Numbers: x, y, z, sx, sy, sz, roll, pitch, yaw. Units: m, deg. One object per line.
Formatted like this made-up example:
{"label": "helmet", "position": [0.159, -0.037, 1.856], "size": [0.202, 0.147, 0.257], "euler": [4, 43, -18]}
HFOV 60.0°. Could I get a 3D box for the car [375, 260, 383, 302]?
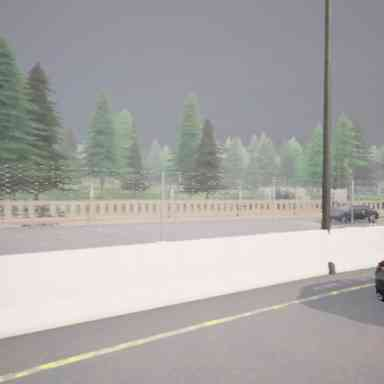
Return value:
{"label": "car", "position": [5.700, 1.558, 6.641], "size": [4.892, 1.490, 1.837], "euler": [1, 0, -30]}
